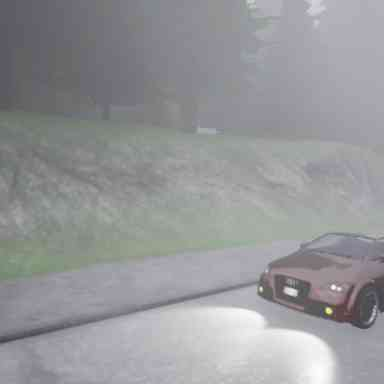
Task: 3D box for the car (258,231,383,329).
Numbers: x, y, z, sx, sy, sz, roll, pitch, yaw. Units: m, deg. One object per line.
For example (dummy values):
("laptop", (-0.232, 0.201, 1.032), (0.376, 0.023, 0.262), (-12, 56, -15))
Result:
("car", (3.354, 1.562, 6.985), (4.181, 1.385, 1.994), (0, 0, -35))
